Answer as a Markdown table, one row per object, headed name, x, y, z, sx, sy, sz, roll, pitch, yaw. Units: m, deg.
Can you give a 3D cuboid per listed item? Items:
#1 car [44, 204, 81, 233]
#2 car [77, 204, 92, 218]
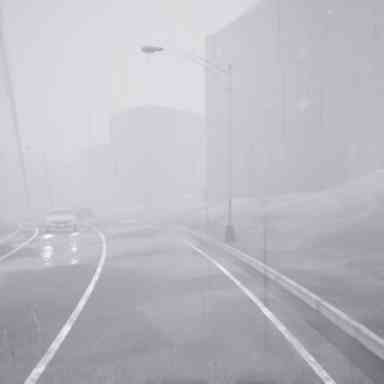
| name | x | y | z | sx | sy | sz | roll | pitch | yaw |
| --- | --- | --- | --- | --- | --- | --- | --- | --- | --- |
| car | -8.594 | 1.760 | 21.788 | 1.812 | 1.442 | 4.674 | -1 | -1 | -24 |
| car | -11.946 | 2.018 | 34.982 | 1.812 | 1.442 | 4.674 | -2 | -1 | -35 |
